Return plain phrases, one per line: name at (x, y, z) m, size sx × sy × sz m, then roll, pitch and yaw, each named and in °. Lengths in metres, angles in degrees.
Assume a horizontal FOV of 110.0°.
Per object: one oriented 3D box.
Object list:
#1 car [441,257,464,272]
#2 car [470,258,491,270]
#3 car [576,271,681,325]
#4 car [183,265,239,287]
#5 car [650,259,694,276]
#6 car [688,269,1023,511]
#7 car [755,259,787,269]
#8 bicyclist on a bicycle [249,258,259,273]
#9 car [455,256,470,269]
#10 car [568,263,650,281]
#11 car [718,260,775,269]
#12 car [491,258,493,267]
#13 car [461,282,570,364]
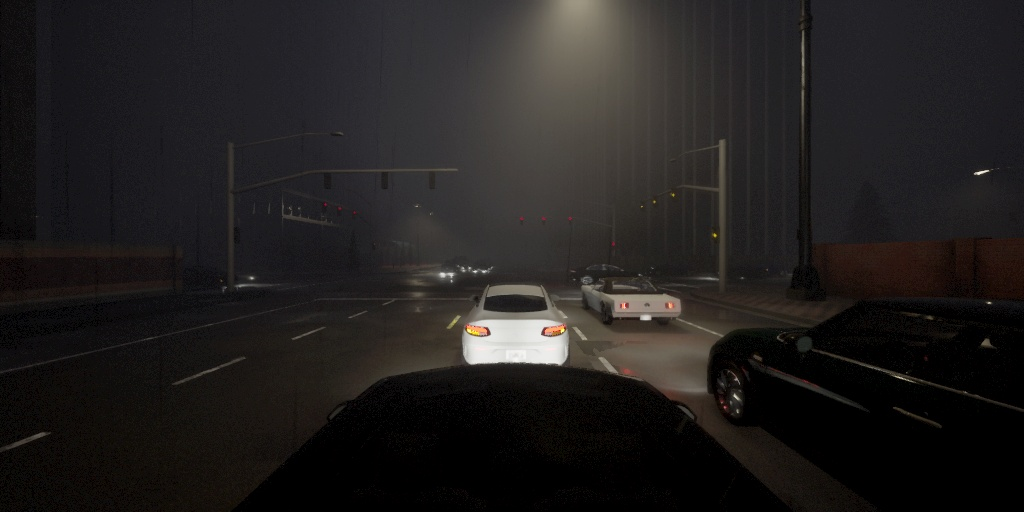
car at (-7.885, 1.241, 46.213) m, size 2.128 × 1.511 × 4.902 m, roll 0°, pitch 0°, yaw 1°
car at (-4.416, 1.314, 50.778) m, size 1.994 × 1.385 × 4.181 m, roll 0°, pitch 0°, yaw -1°
car at (3.564, 1.351, 11.755) m, size 1.895 × 1.301 × 4.718 m, roll 0°, pitch 0°, yaw 0°
car at (-20.910, 1.314, 24.057) m, size 4.181 × 1.385 × 1.994 m, roll 0°, pitch 0°, yaw -1°
car at (15.343, 1.102, 35.106) m, size 4.553 × 1.767 × 2.097 m, roll 0°, pitch 0°, yaw 0°
car at (3.600, 1.102, 2.853) m, size 2.097 × 1.767 × 4.553 m, roll 0°, pitch 0°, yaw 0°
car at (24.235, 1.102, 35.186) m, size 4.553 × 1.767 × 2.097 m, roll 0°, pitch 0°, yaw 0°
bicyclist on a bicycle at (-28.403, 1.051, 39.478) m, size 0.582 × 1.620 × 1.656 m, roll 0°, pitch 0°, yaw -1°
car at (-7.991, 0.971, 56.059) m, size 2.150 × 2.045 × 5.566 m, roll 0°, pitch 0°, yaw -1°
car at (6.315, 1.241, 24.321) m, size 4.902 × 1.511 × 2.128 m, roll 0°, pitch 0°, yaw -1°
car at (20.194, 1.314, 31.651) m, size 4.181 × 1.385 × 1.994 m, roll 0°, pitch 0°, yaw -1°
car at (-4.538, 1.275, 59.394) m, size 1.812 × 1.442 × 4.674 m, roll 0°, pitch 0°, yaw -1°
car at (0.060, 1.276, 7.538) m, size 1.812 × 1.442 × 4.674 m, roll 0°, pitch 0°, yaw 0°
